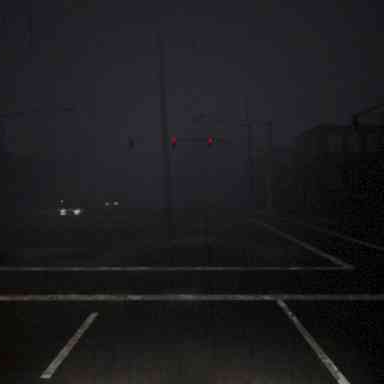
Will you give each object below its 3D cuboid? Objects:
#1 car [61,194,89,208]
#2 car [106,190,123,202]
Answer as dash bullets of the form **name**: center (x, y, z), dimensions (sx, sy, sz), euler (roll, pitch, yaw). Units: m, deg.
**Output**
- **car**: center (-14.061, 1.012, 40.044), dimensions (2.097, 1.767, 4.553), euler (0, 0, 0)
- **car**: center (-13.977, 0.708, 60.263), dimensions (2.150, 2.045, 5.566), euler (0, 0, 0)
